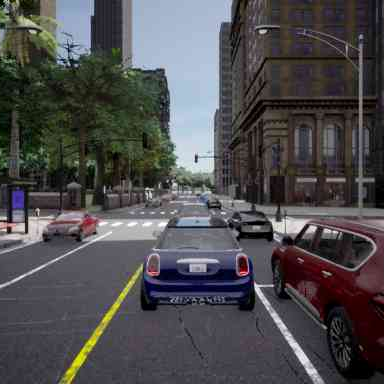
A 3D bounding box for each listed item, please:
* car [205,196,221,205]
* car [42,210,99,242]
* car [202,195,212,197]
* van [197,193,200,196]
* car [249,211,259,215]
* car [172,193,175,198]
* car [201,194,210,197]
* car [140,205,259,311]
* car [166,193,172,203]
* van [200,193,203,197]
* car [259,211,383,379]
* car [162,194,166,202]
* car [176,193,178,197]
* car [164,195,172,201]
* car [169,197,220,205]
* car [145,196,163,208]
[{"bbox_3d":[2.764,1.548,42.726,1.947,1.339,4.313,0,0,0],"label":"car"},{"bbox_3d":[-5.764,1.578,16.308,1.802,1.307,4.206,0,0,0],"label":"car"},{"bbox_3d":[2.765,1.544,48.147,1.947,1.339,4.313,0,0,0],"label":"car"},{"bbox_3d":[2.768,1.282,80.669,1.690,1.788,3.998,0,0,0],"label":"van"},{"bbox_3d":[2.761,1.562,16.290,1.947,1.339,4.313,0,0,0],"label":"car"},{"bbox_3d":[-5.758,1.264,75.269,2.192,1.841,5.009,0,0,0],"label":"car"},{"bbox_3d":[2.765,1.499,53.737,1.752,1.417,4.829,0,0,0],"label":"car"},{"bbox_3d":[0.104,1.351,7.939,2.097,1.767,4.553,0,0,0],"label":"car"},{"bbox_3d":[-5.758,1.396,69.849,1.967,1.590,4.097,0,0,0],"label":"car"},{"bbox_3d":[2.765,1.310,58.987,1.690,1.788,3.998,0,0,0],"label":"van"},{"bbox_3d":[2.759,1.314,5.439,2.192,1.841,5.009,0,0,0],"label":"car"},{"bbox_3d":[-5.760,1.414,53.587,1.967,1.590,4.097,0,0,0],"label":"car"},{"bbox_3d":[-5.756,1.239,91.530,2.192,1.841,5.009,0,0,0],"label":"car"},{"bbox_3d":[-5.757,1.467,80.520,1.752,1.417,4.829,0,0,0],"label":"car"},{"bbox_3d":[0.103,1.348,17.473,2.097,1.767,4.553,0,0,0],"label":"car"},{"bbox_3d":[-5.761,1.529,48.168,2.008,1.369,4.403,0,0,0],"label":"car"}]
